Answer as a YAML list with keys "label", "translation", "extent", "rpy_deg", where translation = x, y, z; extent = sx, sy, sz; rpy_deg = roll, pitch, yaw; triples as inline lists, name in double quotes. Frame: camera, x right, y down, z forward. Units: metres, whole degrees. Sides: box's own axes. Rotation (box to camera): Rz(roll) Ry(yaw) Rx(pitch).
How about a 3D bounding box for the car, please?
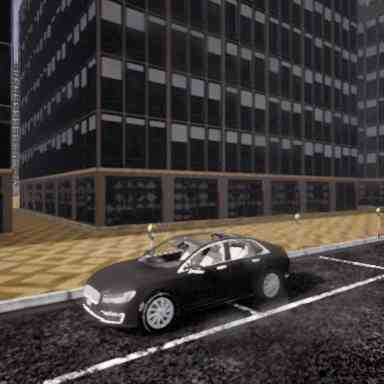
- label: "car"
  translation: [0.121, 1.526, 6.640]
  extent: [4.403, 1.369, 2.008]
  rpy_deg: [0, 1, -35]
